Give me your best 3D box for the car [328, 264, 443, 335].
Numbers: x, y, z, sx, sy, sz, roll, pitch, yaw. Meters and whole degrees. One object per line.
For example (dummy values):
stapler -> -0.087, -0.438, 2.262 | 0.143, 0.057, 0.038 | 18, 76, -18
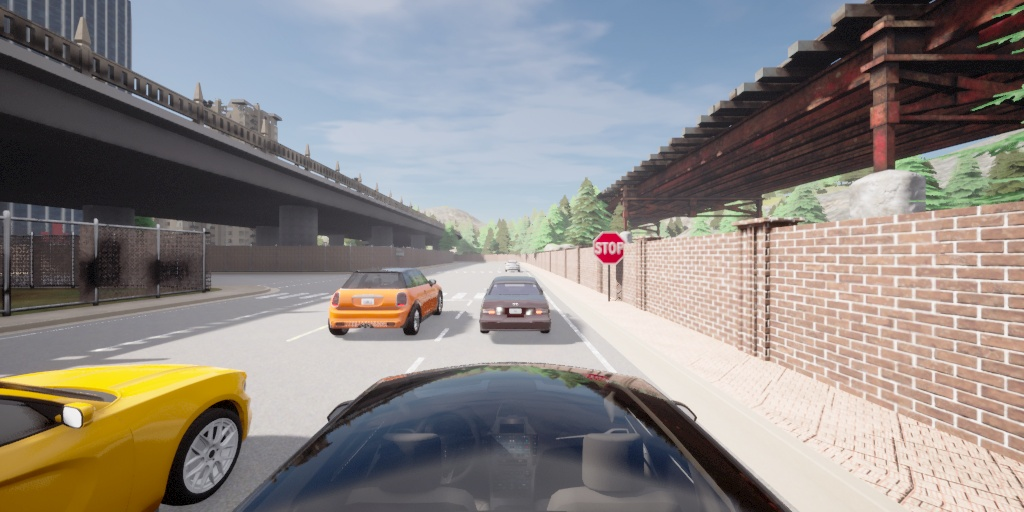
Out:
car -> -3.425, 1.102, 10.623 | 2.097, 1.767, 4.553 | 0, 0, 0

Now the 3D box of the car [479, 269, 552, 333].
car -> 0.076, 1.297, 10.647 | 2.033, 1.411, 5.357 | 0, 0, 0

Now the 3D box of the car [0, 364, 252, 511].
car -> -3.398, 1.228, 1.366 | 1.882, 1.535, 5.008 | 0, 0, 0

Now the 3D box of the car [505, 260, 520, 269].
car -> 0.074, 1.276, 45.516 | 1.812, 1.442, 4.674 | 0, 0, -1
